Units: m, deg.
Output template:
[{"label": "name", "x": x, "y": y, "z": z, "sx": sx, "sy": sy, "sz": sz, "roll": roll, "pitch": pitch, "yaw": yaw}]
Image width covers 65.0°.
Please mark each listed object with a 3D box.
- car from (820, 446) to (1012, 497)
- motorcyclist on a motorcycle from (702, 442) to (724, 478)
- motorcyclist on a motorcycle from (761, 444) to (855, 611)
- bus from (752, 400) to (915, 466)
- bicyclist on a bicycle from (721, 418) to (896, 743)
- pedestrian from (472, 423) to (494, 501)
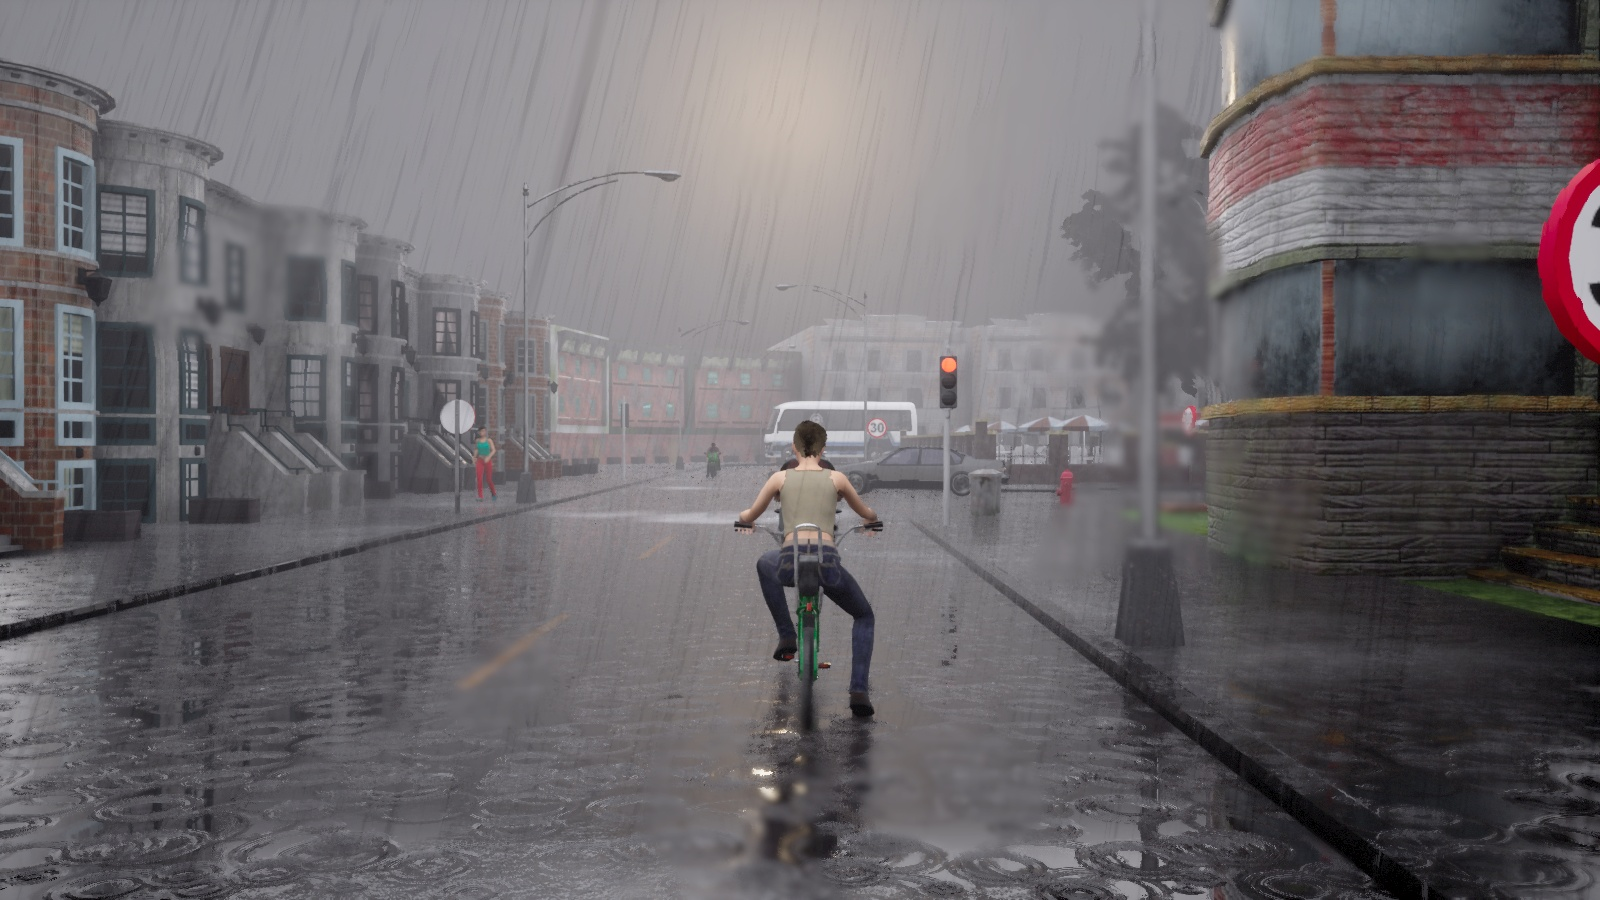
[{"label": "car", "x": 3.385, "y": 0.592, "z": 36.286, "sx": 5.357, "sy": 1.411, "sz": 2.033, "roll": 0, "pitch": 0, "yaw": 10}, {"label": "motorcyclist on a motorcycle", "x": -3.723, "y": 0.420, "z": 54.162, "sx": 0.797, "sy": 1.523, "sz": 2.044, "roll": 0, "pitch": 0, "yaw": 0}, {"label": "motorcyclist on a motorcycle", "x": 0.080, "y": 0.710, "z": 12.643, "sx": 0.866, "sy": 1.530, "sz": 2.191, "roll": 0, "pitch": 0, "yaw": 0}, {"label": "bus", "x": 2.163, "y": -1.106, "z": 83.569, "sx": 10.273, "sy": 4.253, "sz": 3.944, "roll": 0, "pitch": 1, "yaw": -9}, {"label": "bicyclist on a bicycle", "x": 0.047, "y": 0.644, "z": 6.991, "sx": 0.866, "sy": 1.612, "sz": 1.509, "roll": 0, "pitch": 0, "yaw": 0}, {"label": "pedestrian", "x": -7.497, "y": 0.282, "z": 29.699, "sx": 0.345, "sy": 1.836, "sz": 0.594, "roll": 0, "pitch": 0, "yaw": 5}]
